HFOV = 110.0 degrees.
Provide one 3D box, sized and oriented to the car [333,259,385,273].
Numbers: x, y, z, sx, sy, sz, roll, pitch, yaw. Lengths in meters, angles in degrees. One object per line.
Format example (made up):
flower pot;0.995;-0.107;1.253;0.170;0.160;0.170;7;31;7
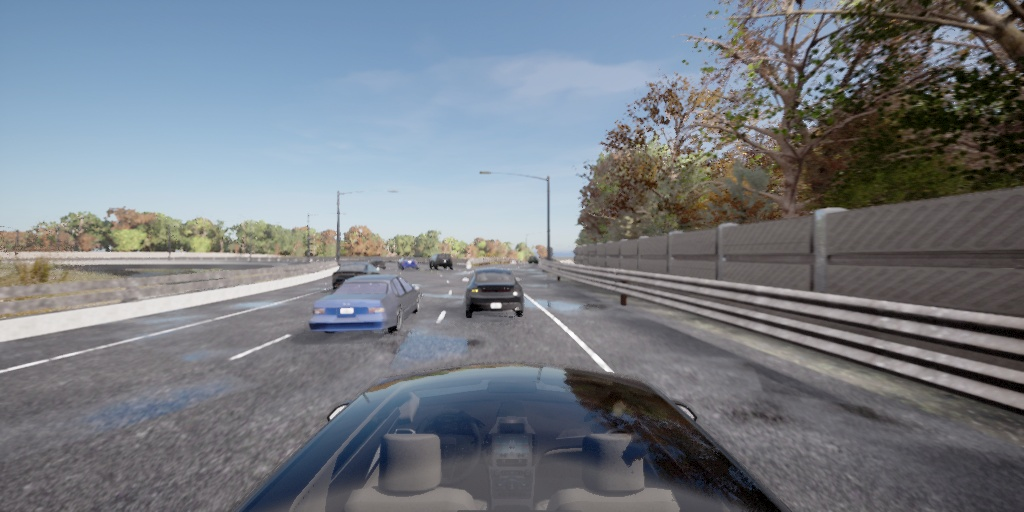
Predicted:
car;-9.017;1.133;21.154;1.882;1.535;5.008;0;0;-10

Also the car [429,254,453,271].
car;-8.923;0.712;44.788;2.150;2.045;5.566;0;0;-22

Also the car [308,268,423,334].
car;-3.914;1.254;10.493;2.033;1.411;5.357;0;0;-5

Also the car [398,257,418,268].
car;-13.651;0.852;46.767;2.097;1.767;4.553;0;0;-24

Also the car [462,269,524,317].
car;-0.708;1.182;12.836;1.837;1.490;4.892;0;0;-6
